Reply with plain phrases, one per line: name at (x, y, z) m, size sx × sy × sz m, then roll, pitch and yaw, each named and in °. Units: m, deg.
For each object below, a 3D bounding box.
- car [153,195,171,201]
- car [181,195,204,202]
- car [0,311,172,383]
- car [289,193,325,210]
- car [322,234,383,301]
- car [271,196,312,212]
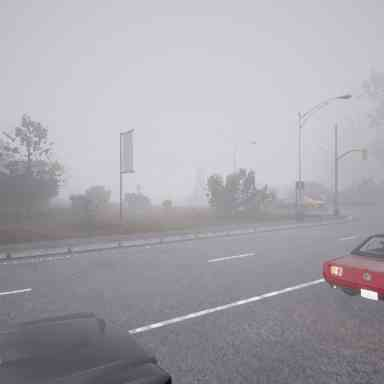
car at (-6.722, 1.331, 73.983) m, size 1.895 × 1.301 × 4.718 m, roll -1°, pitch 0°, yaw -38°
car at (0.010, 1.277, 65.715) m, size 2.033 × 1.411 × 5.357 m, roll -1°, pitch 0°, yaw -38°
car at (-2.407, 1.601, 2.019) m, size 4.718 × 1.301 × 1.895 m, roll 0°, pitch 0°, yaw -36°
car at (12.756, 1.253, 38.402) m, size 1.882 × 1.535 × 5.008 m, roll -1°, pitch 0°, yaw -39°
car at (5.041, 1.571, 7.356) m, size 4.718 × 1.301 × 1.895 m, roll 0°, pitch 0°, yaw -36°
car at (10.131, 1.404, 36.080) m, size 1.895 × 1.301 × 4.718 m, roll -1°, pitch 0°, yaw -39°
